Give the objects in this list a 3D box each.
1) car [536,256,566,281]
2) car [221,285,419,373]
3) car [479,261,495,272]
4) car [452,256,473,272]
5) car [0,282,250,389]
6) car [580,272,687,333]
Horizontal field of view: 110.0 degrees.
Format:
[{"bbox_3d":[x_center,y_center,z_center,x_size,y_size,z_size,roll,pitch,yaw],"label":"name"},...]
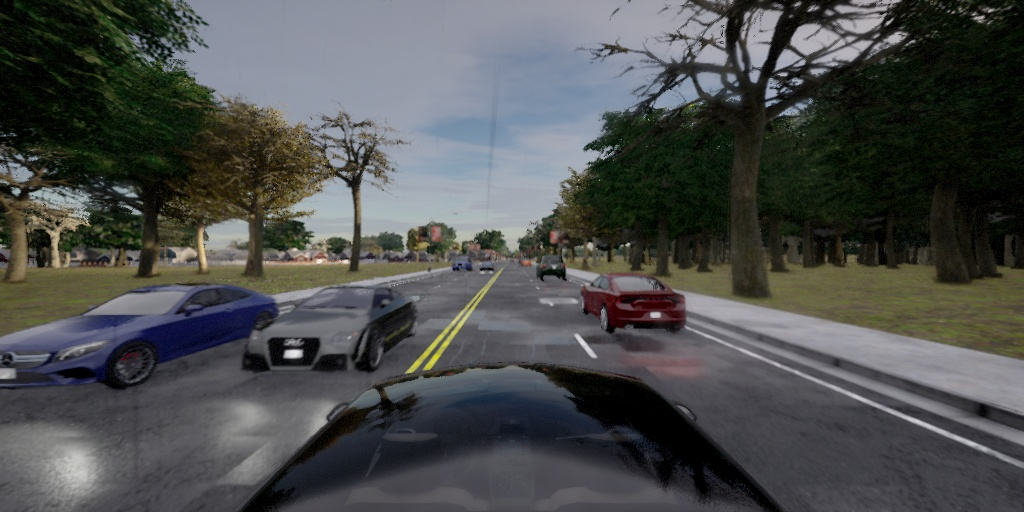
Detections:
[{"bbox_3d":[3.345,1.012,31.106,2.150,2.045,5.566,0,0,0],"label":"car"},{"bbox_3d":[-3.350,1.313,7.489,1.994,1.385,4.181,0,0,0],"label":"car"},{"bbox_3d":[-3.339,1.394,48.736,2.033,1.411,5.357,0,0,0],"label":"car"},{"bbox_3d":[-6.591,1.066,48.146,2.150,2.045,5.566,0,0,0],"label":"car"},{"bbox_3d":[-6.614,1.275,7.000,1.812,1.442,4.674,0,0,0],"label":"car"},{"bbox_3d":[3.348,1.228,10.827,1.882,1.535,5.008,0,0,0],"label":"car"}]
